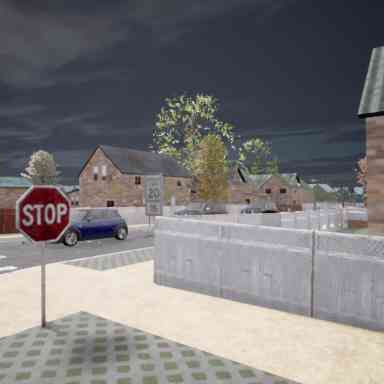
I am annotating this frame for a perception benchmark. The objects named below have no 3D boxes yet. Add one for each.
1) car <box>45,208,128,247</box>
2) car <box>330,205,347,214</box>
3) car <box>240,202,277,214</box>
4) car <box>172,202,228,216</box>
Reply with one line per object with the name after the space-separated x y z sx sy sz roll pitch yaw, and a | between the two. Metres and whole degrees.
-5.474 1.659 16.922 2.097 1.767 4.553 -1 -2 37 | car
22.634 2.746 51.243 1.882 1.535 5.008 -1 -2 35 | car
6.994 2.014 34.343 2.150 2.045 5.566 -1 -2 36 | car
0.740 1.768 25.570 2.150 2.045 5.566 -1 -2 35 | car
